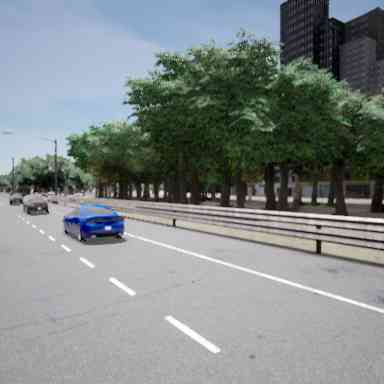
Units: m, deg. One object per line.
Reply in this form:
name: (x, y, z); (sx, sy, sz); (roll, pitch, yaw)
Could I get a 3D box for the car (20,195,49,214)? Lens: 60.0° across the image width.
car: (-15.120, 1.317, 32.204); (1.812, 1.442, 4.674); (0, 0, -32)

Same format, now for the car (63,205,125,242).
car: (-4.868, 1.385, 16.092); (1.882, 1.535, 5.008); (0, 0, -32)

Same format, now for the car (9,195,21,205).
car: (-26.694, 1.188, 50.642); (1.812, 1.442, 4.674); (0, 0, -30)
